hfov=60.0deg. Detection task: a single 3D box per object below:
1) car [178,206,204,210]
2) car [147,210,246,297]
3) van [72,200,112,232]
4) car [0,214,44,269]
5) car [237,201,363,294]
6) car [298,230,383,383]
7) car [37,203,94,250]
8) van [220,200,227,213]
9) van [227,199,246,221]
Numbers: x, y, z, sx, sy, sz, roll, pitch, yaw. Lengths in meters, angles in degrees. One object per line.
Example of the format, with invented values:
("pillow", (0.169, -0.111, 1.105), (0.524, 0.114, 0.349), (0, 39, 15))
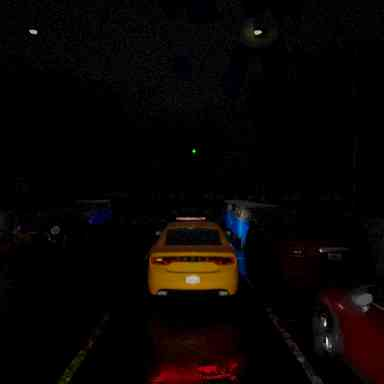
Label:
("car", (-0.065, 1.494, 18.413), (2.128, 1.511, 4.902), (0, 0, 0))
("car", (0.031, 1.478, 8.673), (1.882, 1.535, 5.008), (0, 0, 0))
("van", (-5.884, 1.343, 19.550), (1.690, 1.788, 3.998), (0, 0, 0))
("car", (-5.814, 1.526, 8.505), (1.752, 1.417, 4.829), (0, 0, 0))
("car", (2.709, 1.315, 8.728), (2.192, 1.841, 5.009), (0, 0, 0))
("car", (2.743, 1.440, 3.290), (1.967, 1.590, 4.097), (0, 0, 0))
("car", (-5.850, 1.441, 14.112), (1.967, 1.590, 4.097), (0, 0, 0))
("van", (2.641, 1.343, 19.603), (1.690, 1.788, 3.998), (0, 0, 0))
("van", (2.675, 1.342, 14.165), (1.690, 1.788, 3.998), (0, 0, 0))
